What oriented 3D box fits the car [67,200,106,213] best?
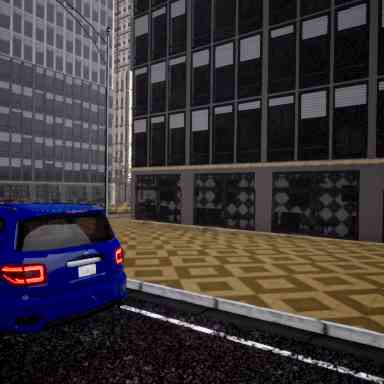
[{"bbox_3d":[-12.935,1.762,40.924,1.994,1.385,4.181,1,0,36],"label":"car"}]

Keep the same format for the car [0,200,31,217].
[{"bbox_3d":[-18.847,1.616,32.904,1.837,1.490,4.892,1,0,36],"label":"car"}]

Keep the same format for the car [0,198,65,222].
[{"bbox_3d":[-14.148,1.520,29.528,2.192,1.841,5.009,1,0,36],"label":"car"}]

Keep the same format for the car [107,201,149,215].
[{"bbox_3d":[-7.351,1.830,38.740,1.752,1.417,4.829,1,0,36],"label":"car"}]

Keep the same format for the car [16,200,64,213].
[{"bbox_3d":[-17.646,1.643,38.903,1.752,1.417,4.829,1,0,36],"label":"car"}]

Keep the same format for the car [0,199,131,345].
[{"bbox_3d":[-3.701,1.218,6.322,5.566,2.045,2.150,0,0,35],"label":"car"}]
